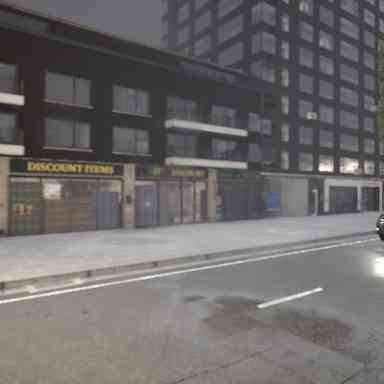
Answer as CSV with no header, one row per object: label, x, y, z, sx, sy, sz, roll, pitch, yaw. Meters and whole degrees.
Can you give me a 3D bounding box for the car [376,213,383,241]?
car,10.753,1.208,15.340,5.566,2.045,2.150,0,0,-35
